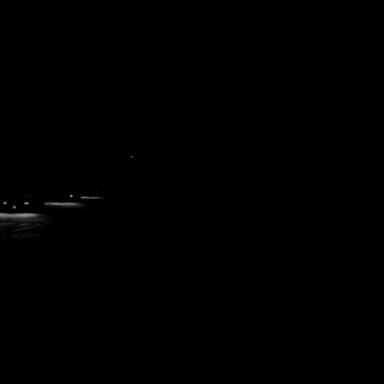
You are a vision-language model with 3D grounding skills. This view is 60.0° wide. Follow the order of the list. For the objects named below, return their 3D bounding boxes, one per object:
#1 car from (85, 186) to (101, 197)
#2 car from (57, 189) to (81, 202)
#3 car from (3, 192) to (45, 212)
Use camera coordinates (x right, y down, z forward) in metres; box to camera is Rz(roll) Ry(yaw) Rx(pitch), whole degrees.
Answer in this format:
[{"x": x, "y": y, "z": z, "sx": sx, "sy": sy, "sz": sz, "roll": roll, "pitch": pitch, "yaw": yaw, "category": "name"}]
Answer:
[{"x": -16.524, "y": -0.153, "z": 55.723, "sx": 2.097, "sy": 1.767, "sz": 4.553, "roll": 1, "pitch": 1, "yaw": -7, "category": "car"}, {"x": -14.562, "y": 0.350, "z": 39.675, "sx": 1.882, "sy": 1.535, "sz": 5.008, "roll": 1, "pitch": 1, "yaw": -7, "category": "car"}, {"x": -12.826, "y": 0.727, "z": 25.803, "sx": 1.812, "sy": 1.442, "sz": 4.674, "roll": 1, "pitch": 1, "yaw": -7, "category": "car"}]
